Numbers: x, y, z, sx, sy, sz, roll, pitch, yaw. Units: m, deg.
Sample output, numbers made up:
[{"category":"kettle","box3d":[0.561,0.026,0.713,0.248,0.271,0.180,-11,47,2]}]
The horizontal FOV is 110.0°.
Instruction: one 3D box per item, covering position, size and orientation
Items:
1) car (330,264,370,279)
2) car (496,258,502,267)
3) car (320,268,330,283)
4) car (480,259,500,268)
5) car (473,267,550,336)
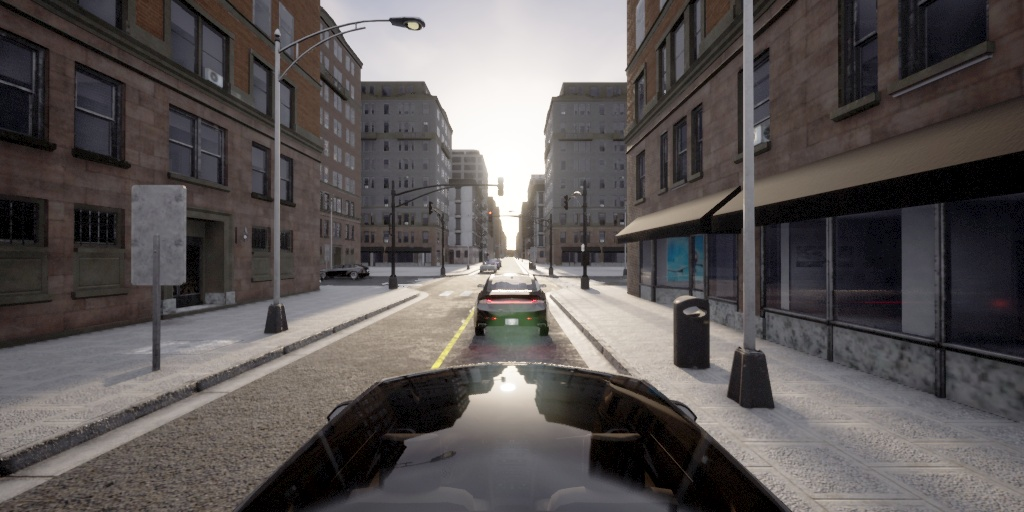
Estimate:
[{"category":"car","box3d":[-14.772,1.329,31.517,4.313,1.339,1.948,0,0,0]},{"category":"car","box3d":[-2.853,1.187,53.887,1.882,1.535,5.008,0,0,0]},{"category":"car","box3d":[-14.775,1.289,23.491,4.313,1.339,1.948,0,0,0]},{"category":"car","box3d":[-2.857,1.325,43.649,1.895,1.301,4.718,0,0,0]},{"category":"car","box3d":[-0.002,1.241,10.349,2.128,1.511,4.902,0,0,0]}]
